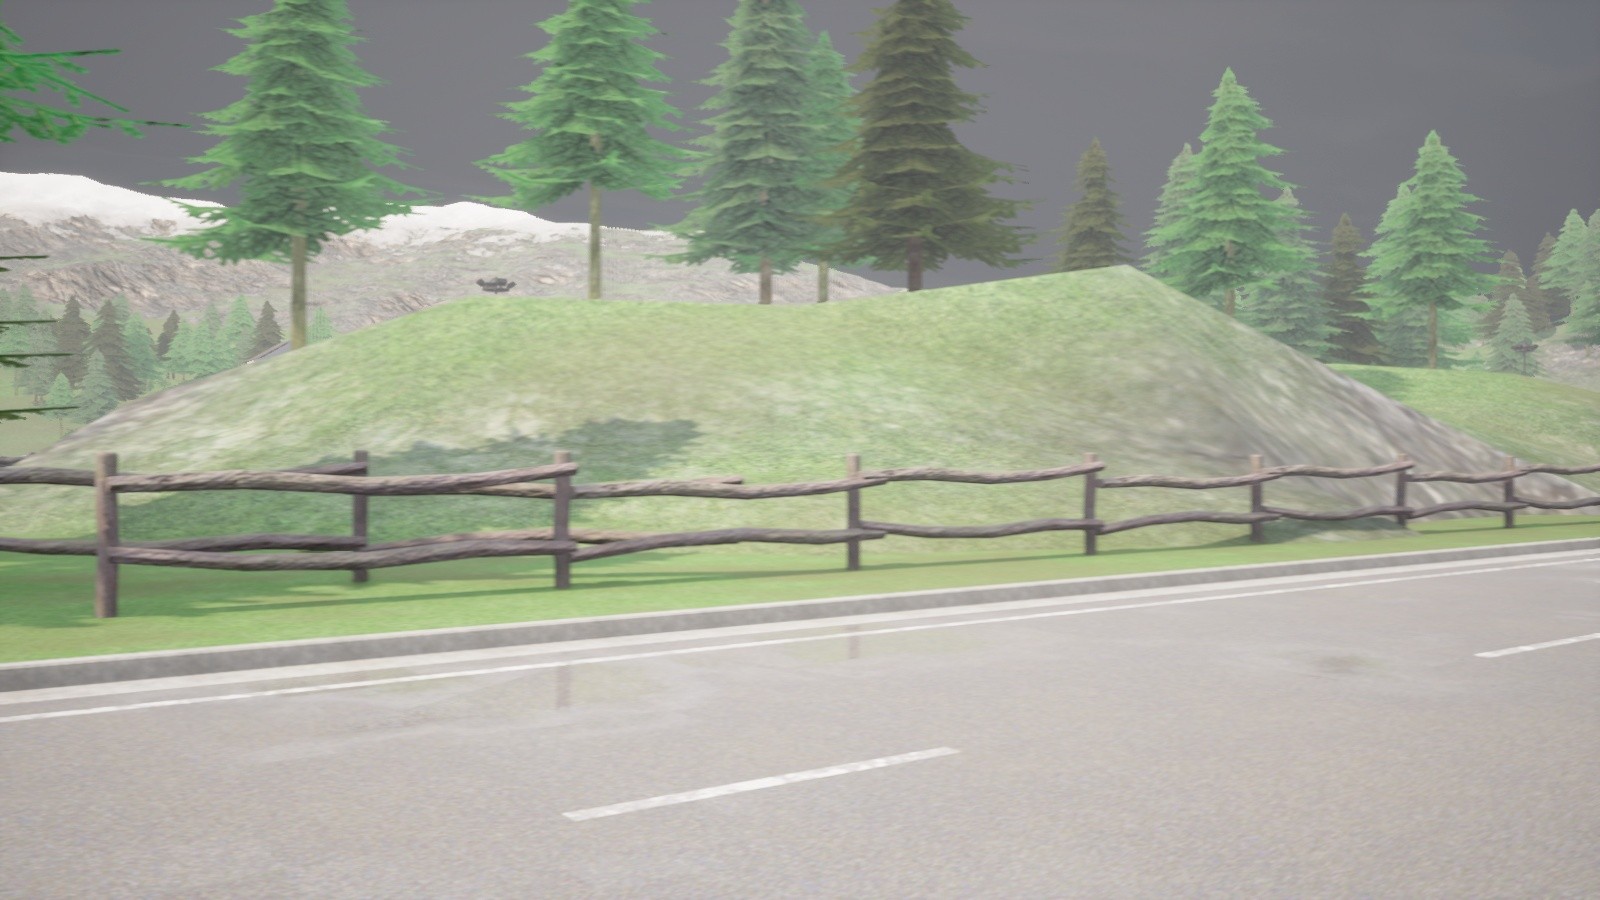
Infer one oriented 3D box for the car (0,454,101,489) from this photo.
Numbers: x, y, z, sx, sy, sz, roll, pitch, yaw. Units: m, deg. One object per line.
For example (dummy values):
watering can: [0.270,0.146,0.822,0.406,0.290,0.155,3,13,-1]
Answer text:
car: [-34.185,0.934,56.131,5.008,1.535,1.882,0,0,-35]
